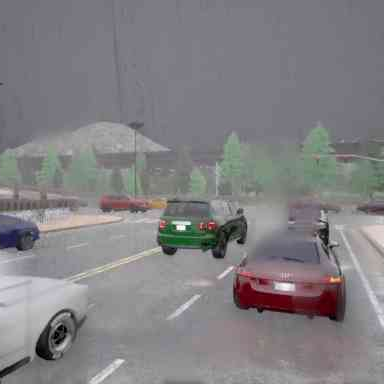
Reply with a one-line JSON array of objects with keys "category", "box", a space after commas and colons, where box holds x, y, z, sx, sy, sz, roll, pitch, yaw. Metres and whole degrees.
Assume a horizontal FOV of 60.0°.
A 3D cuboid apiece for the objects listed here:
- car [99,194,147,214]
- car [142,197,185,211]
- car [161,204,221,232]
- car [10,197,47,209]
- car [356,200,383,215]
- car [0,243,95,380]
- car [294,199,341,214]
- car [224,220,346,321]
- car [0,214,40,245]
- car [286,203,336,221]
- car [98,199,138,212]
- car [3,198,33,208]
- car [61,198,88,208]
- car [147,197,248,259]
[{"category": "car", "box": [-7.202, 1.222, 35.431, 5.566, 2.045, 2.150, 0, 0, 20]}, {"category": "car", "box": [-3.553, 1.477, 41.560, 5.008, 1.535, 1.882, 0, 0, 20]}, {"category": "car", "box": [0.105, 1.560, 21.500, 2.033, 1.411, 5.357, 0, 0, 21]}, {"category": "car", "box": [-21.812, 1.468, 44.376, 4.181, 1.385, 1.994, 2, 1, 20]}, {"category": "car", "box": [19.098, 1.525, 33.479, 4.674, 1.442, 1.812, 0, 0, 20]}, {"category": "car", "box": [-3.143, 1.601, 3.374, 1.895, 1.301, 4.718, 0, 0, 21]}, {"category": "car", "box": [11.781, 1.477, 32.366, 5.008, 1.535, 1.882, 0, 0, 20]}, {"category": "car", "box": [2.271, 1.564, 7.472, 1.994, 1.385, 4.181, 0, 0, 21]}, {"category": "car", "box": [-7.571, 1.526, 11.729, 1.812, 1.442, 4.674, 0, 0, 22]}, {"category": "car", "box": [5.504, 1.492, 15.774, 2.128, 1.511, 4.902, 0, 0, 22]}, {"category": "car", "box": [-8.839, 1.562, 39.733, 4.181, 1.385, 1.994, 0, 0, 20]}, {"category": "car", "box": [-22.337, 1.470, 40.842, 5.357, 1.411, 2.033, 1, 0, 20]}, {"category": "car", "box": [-16.602, 1.545, 46.227, 4.181, 1.385, 1.994, 0, 0, 20]}, {"category": "car", "box": [0.634, 1.221, 12.996, 2.150, 2.045, 5.566, 0, 0, 21]}]
